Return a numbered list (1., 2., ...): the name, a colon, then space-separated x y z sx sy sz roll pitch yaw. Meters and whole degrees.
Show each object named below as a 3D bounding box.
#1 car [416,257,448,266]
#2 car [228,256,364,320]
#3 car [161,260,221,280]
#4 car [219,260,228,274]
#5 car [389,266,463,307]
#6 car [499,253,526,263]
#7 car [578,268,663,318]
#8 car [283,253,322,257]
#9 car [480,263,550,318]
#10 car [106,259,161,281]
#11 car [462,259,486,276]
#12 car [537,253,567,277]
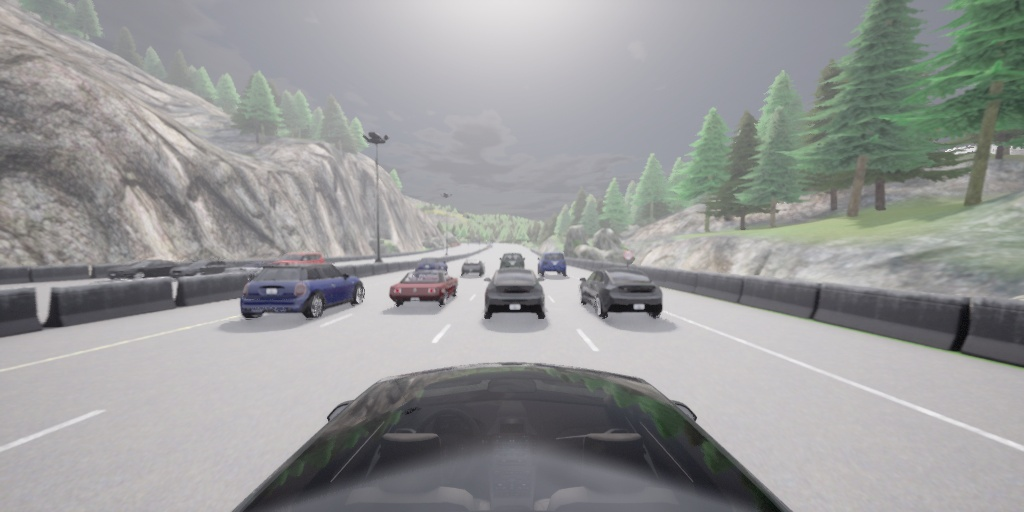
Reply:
1. car: -6.965 0.870 31.523 2.097 1.767 4.553 0 0 0
2. car: -6.922 1.022 12.444 2.097 1.767 4.553 0 0 0
3. car: -24.597 1.060 28.736 1.837 1.490 4.892 0 0 0
4. car: -21.089 1.145 29.559 1.895 1.301 4.718 0 0 0
5. car: -3.427 1.248 14.903 1.895 1.301 4.718 0 0 0
6. car: 0.033 0.729 32.174 2.150 2.045 5.566 0 0 0
7. car: 3.579 1.166 12.518 1.837 1.490 4.892 0 0 0
8. car: -17.590 0.766 29.469 2.150 2.045 5.566 0 0 0
9. car: 0.079 1.169 12.472 1.837 1.490 4.892 0 0 0
10. car: -28.104 1.041 27.773 1.882 1.535 5.008 0 0 0
11. car: -3.468 0.997 32.645 2.128 1.511 4.902 0 0 0
12. car: 3.533 0.725 32.243 2.150 2.045 5.566 0 0 0
